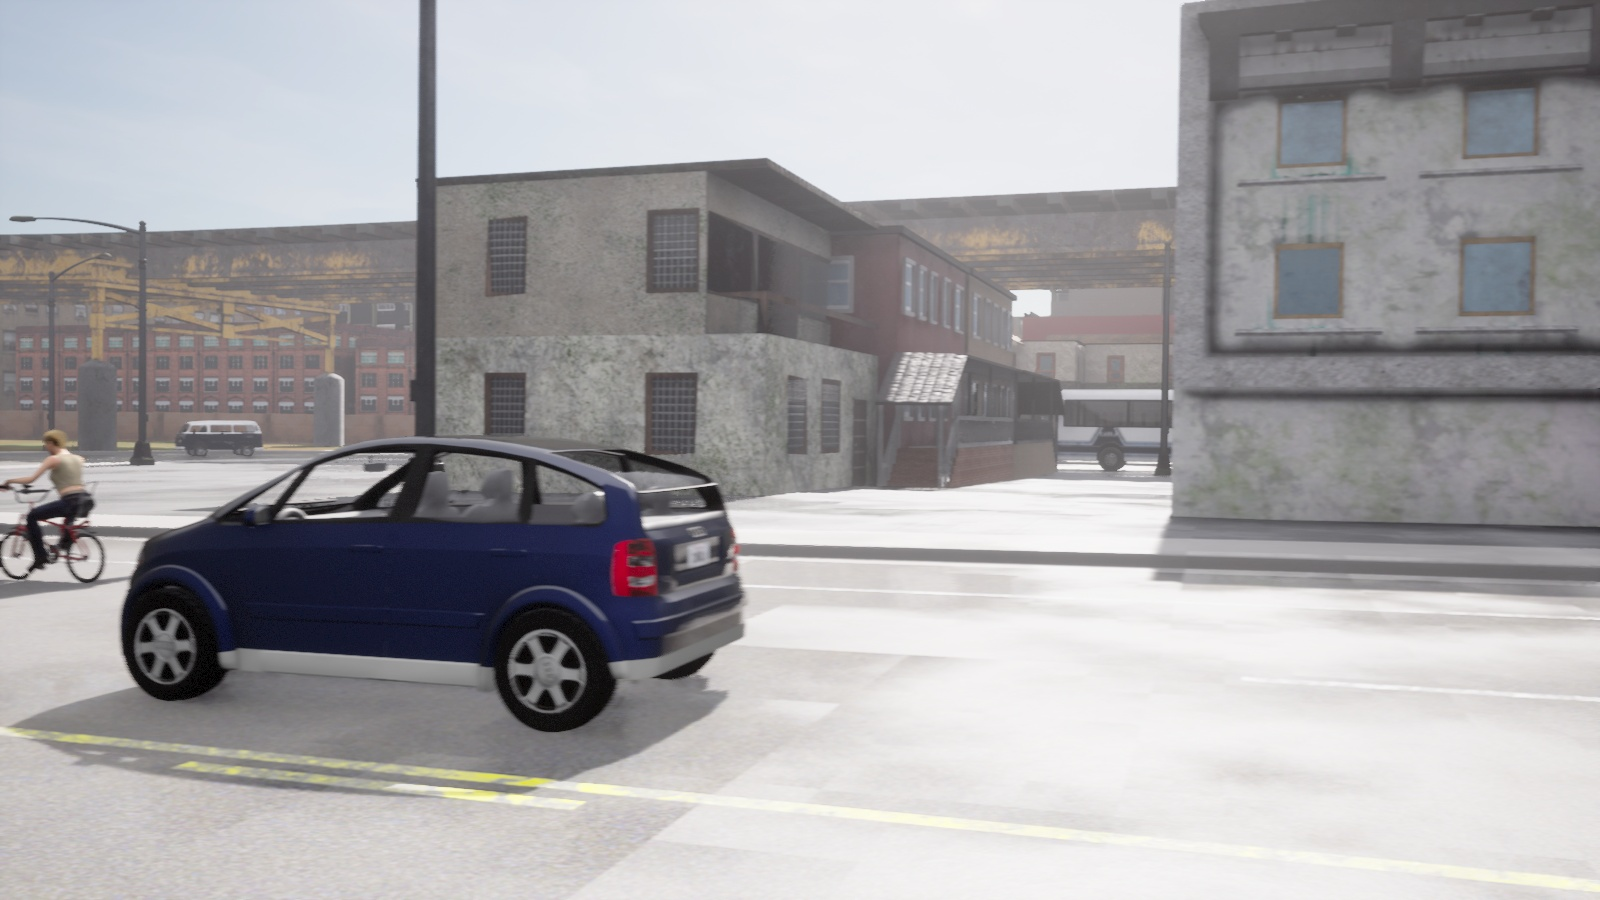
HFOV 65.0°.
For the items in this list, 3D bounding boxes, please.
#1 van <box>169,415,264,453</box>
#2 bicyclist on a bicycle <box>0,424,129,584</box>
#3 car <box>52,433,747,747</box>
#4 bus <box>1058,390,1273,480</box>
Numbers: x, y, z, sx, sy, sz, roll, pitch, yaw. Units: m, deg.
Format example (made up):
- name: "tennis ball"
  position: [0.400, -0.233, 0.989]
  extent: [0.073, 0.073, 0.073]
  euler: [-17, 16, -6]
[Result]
- name: "van"
  position: [-32.918, -0.883, 70.864]
  extent: [4.480, 2.038, 2.069]
  euler: [0, 1, -40]
- name: "bicyclist on a bicycle"
  position: [-8.033, 0.530, 13.267]
  extent: [1.509, 1.612, 0.866]
  euler: [1, 1, 19]
- name: "car"
  position: [-2.381, 0.676, 7.687]
  extent: [3.705, 1.549, 1.789]
  euler: [1, 1, 19]
- name: "bus"
  position: [18.800, -0.839, 64.811]
  extent: [10.273, 4.253, 3.944]
  euler: [2, 1, 19]
